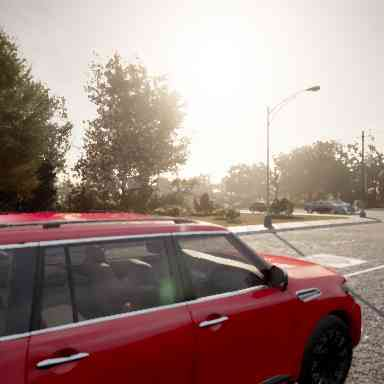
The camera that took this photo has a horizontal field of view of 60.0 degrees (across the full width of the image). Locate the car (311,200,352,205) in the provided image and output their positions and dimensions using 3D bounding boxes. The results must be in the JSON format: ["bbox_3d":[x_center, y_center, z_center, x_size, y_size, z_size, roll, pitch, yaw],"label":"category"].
[{"bbox_3d":[14.633,1.708,36.485,2.128,1.511,4.902,0,-1,-32],"label":"car"}]

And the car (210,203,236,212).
[{"bbox_3d":[5.307,2.731,58.044,1.837,1.490,4.892,0,-3,-32],"label":"car"}]

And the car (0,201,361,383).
[{"bbox_3d":[-0.537,1.219,3.371,5.566,2.045,2.150,0,0,-37],"label":"car"}]

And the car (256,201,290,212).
[{"bbox_3d":[11.598,2.127,47.950,1.837,1.490,4.892,0,-3,-32],"label":"car"}]
